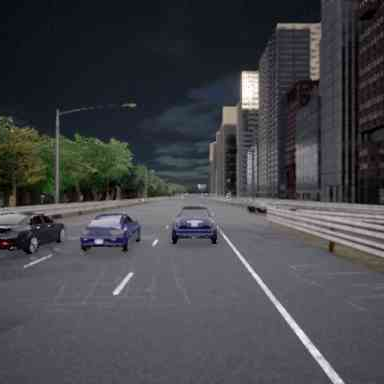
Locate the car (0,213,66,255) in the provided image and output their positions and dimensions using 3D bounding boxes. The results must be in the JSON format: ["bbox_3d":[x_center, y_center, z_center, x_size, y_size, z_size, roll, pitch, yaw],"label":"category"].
[{"bbox_3d":[-6.892,1.630,13.938,1.837,1.490,4.892,0,-1,0],"label":"car"}]

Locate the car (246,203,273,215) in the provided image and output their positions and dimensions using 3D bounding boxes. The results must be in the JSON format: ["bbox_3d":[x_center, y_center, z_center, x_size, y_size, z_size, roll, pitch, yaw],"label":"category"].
[{"bbox_3d":[7.994,1.986,39.465,1.895,1.301,4.718,0,0,-11],"label":"car"}]

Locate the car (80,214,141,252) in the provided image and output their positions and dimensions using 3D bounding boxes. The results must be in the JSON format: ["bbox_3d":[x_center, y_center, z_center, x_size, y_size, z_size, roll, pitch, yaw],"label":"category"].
[{"bbox_3d":[-3.385,1.655,14.424,1.812,1.442,4.674,0,-1,0],"label":"car"}]

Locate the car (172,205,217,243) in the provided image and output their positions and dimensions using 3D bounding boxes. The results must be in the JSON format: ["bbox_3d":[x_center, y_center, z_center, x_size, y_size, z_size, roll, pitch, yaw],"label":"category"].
[{"bbox_3d":[0.119,1.505,17.070,2.097,1.767,4.553,0,-1,0],"label":"car"}]
